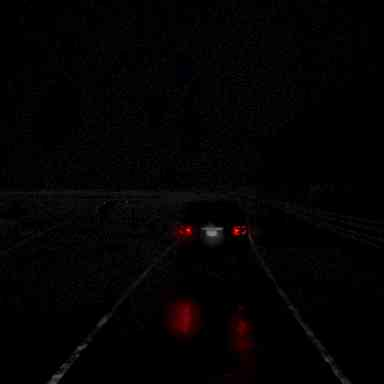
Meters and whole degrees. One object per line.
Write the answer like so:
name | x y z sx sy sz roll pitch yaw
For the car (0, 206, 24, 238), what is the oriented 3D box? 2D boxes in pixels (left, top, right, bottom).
car | -9.576 1.579 15.472 1.812 1.442 4.674 0 -1 -13

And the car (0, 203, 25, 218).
car | -16.134 1.677 29.130 1.882 1.535 5.008 0 -1 -13

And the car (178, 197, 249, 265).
car | 0.835 1.303 12.140 2.150 2.045 5.566 0 -1 5

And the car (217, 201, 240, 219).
car | 3.672 1.693 32.832 2.128 1.511 4.902 0 0 8

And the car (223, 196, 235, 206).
car | 6.312 1.545 57.333 1.837 1.490 4.892 0 1 5
